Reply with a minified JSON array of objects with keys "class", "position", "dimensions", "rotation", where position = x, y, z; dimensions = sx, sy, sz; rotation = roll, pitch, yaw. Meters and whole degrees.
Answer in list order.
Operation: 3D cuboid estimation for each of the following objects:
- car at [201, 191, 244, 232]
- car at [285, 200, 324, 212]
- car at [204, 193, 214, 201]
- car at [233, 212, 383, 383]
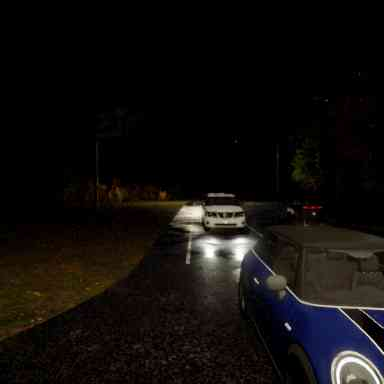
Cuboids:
[{"class":"car","position":[1.717,1.108,19.648],"dimensions":[2.150,2.045,5.566],"rotation":[0,1,0]},{"class":"car","position":[8.795,1.354,26.341],"dimensions":[2.128,1.511,4.902],"rotation":[0,0,1]},{"class":"car","position":[3.882,1.089,73.959],"dimensions":[1.882,1.535,5.008],"rotation":[0,0,8]},{"class":"car","position":[1.929,1.338,4.220],"dimensions":[2.097,1.767,4.553],"rotation":[0,0,-1]}]
